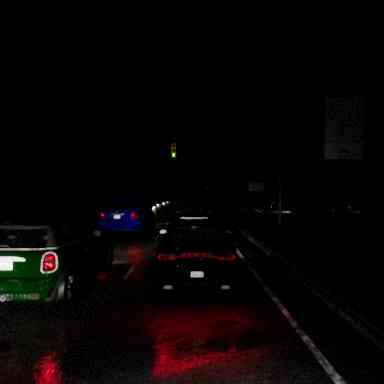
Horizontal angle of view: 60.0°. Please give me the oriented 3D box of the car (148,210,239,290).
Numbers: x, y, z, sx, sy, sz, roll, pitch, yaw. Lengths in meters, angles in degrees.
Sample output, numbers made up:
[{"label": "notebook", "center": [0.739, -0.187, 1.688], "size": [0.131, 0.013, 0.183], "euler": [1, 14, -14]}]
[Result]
[{"label": "car", "center": [0.100, 1.493, 9.120], "size": [1.882, 1.535, 5.008], "euler": [0, 0, 0]}]

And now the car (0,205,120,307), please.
[{"label": "car", "center": [-3.401, 1.366, 8.159], "size": [2.097, 1.767, 4.553], "euler": [0, 0, 0]}]

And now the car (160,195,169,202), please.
[{"label": "car", "center": [-7.002, 1.602, 85.278], "size": [1.882, 1.535, 5.008], "euler": [0, 0, 0]}]

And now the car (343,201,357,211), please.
[{"label": "car", "center": [20.526, 1.632, 41.381], "size": [4.181, 1.385, 1.994], "euler": [0, 0, 3]}]

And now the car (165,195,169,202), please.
[{"label": "car", "center": [-7.002, 1.604, 75.253], "size": [1.882, 1.535, 5.008], "euler": [0, 0, 0]}]

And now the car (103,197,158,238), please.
[{"label": "car", "center": [-3.417, 1.253, 18.118], "size": [2.150, 2.045, 5.566], "euler": [0, 0, 1]}]

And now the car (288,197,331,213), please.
[{"label": "car", "center": [13.706, 1.628, 38.255], "size": [4.181, 1.385, 1.994], "euler": [0, 0, 3]}]

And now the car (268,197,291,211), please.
[{"label": "car", "center": [11.945, 1.423, 41.862], "size": [4.553, 1.767, 2.097], "euler": [0, 0, 3]}]

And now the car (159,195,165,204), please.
[{"label": "car", "center": [-7.033, 1.657, 65.444], "size": [2.033, 1.411, 5.357], "euler": [0, 0, 0]}]

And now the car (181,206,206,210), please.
[{"label": "car", "center": [0.099, 1.525, 19.107], "size": [2.128, 1.511, 4.902], "euler": [0, 0, 0]}]

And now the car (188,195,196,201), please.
[{"label": "car", "center": [-0.002, 1.492, 85.841], "size": [2.097, 1.767, 4.553], "euler": [0, 0, 0]}]

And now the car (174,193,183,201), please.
[{"label": "car", "center": [-3.502, 1.362, 85.518], "size": [2.150, 2.045, 5.566], "euler": [0, 0, 0]}]
